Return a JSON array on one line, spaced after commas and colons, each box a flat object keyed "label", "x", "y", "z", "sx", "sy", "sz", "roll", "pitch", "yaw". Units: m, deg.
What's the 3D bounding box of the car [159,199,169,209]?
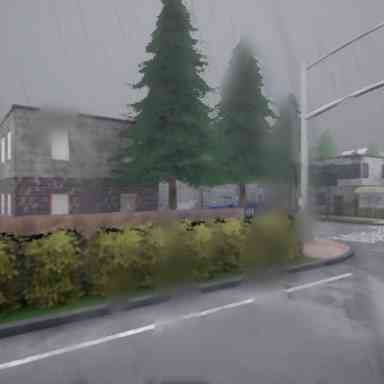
[{"label": "car", "x": -4.526, "y": 1.731, "z": 48.254, "sx": 1.994, "sy": 1.385, "sz": 4.181, "roll": 0, "pitch": 0, "yaw": -10}]

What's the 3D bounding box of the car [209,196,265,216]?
[{"label": "car", "x": 3.540, "y": 1.382, "z": 27.468, "sx": 2.150, "sy": 2.045, "sz": 5.566, "roll": 0, "pitch": 1, "yaw": -31}]
